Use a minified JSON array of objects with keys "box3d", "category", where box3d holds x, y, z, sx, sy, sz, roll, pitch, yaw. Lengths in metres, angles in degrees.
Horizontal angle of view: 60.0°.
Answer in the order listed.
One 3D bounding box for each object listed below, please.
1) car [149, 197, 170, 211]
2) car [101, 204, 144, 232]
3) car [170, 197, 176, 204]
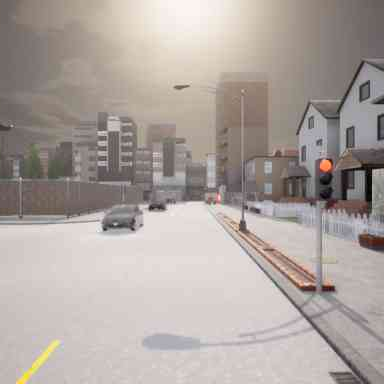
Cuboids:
[{"box3d":[-4.120,1.600,40.546,1.895,1.301,4.718,0,0,0],"category":"car"},{"box3d":[-4.110,1.506,20.303,1.837,1.490,4.892,0,0,0],"category":"car"},{"box3d":[-4.044,1.564,61.702,1.994,1.385,4.181,0,0,0],"category":"car"}]
